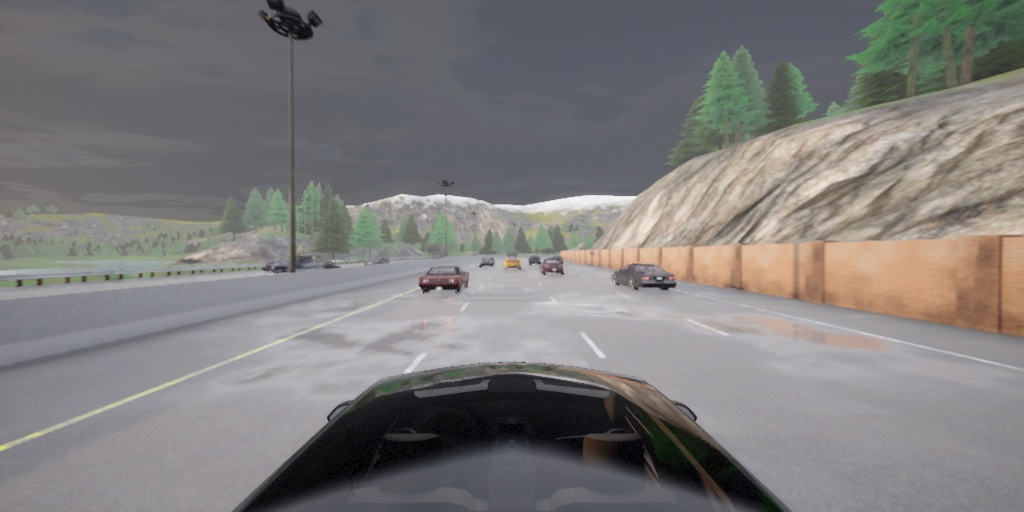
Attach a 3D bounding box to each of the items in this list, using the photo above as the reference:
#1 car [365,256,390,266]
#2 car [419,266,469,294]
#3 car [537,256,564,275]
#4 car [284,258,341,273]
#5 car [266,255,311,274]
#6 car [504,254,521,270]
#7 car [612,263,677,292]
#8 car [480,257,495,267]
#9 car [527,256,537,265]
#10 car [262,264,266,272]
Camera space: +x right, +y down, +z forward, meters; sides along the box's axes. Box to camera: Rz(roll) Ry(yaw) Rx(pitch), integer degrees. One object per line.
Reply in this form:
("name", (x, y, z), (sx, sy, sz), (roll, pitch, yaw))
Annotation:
("car", (-17.586, 0.787, 47.116), (2.128, 1.511, 4.902), (0, 1, 0))
("car", (-3.400, 1.178, 18.855), (1.895, 1.301, 4.718), (0, 1, 0))
("car", (3.578, 0.958, 32.642), (1.812, 1.442, 4.674), (0, 0, 0))
("car", (-14.100, 1.072, 26.143), (1.994, 1.385, 4.181), (0, 1, 0))
("car", (-21.089, 0.774, 34.842), (2.097, 1.767, 4.553), (0, 1, 0))
("car", (0.079, 0.802, 43.418), (1.882, 1.535, 5.008), (0, 0, 0))
("car", (7.075, 1.109, 19.768), (2.033, 1.411, 5.357), (0, 1, 0))
("car", (-3.413, 0.802, 50.388), (2.033, 1.411, 5.357), (0, 1, 0))
("car", (3.573, 0.687, 57.025), (1.837, 1.490, 4.892), (0, 0, 0))
("car", (-24.590, 0.951, 38.432), (1.994, 1.385, 4.181), (0, 1, 0))
